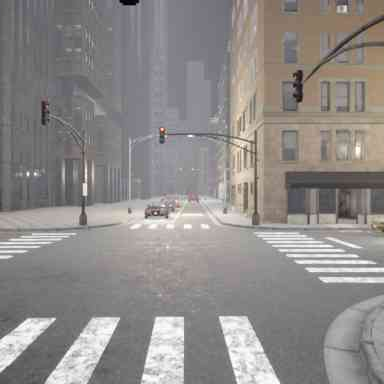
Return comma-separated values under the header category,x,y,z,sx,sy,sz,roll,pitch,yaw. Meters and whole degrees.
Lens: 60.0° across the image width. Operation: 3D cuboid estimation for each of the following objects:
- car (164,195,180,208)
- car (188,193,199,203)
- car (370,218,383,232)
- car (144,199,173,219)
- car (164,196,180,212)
category,x,y,z,sx,sy,sz,roll,pitch,yaw
car,-2.923,1.369,49.220,2.097,1.767,4.553,0,0,0
car,0.310,1.204,70.299,2.150,2.045,5.566,0,0,0
car,12.173,1.520,17.782,4.829,1.417,1.752,0,0,-1
car,-3.000,1.574,29.467,1.994,1.385,4.181,0,0,0
car,-2.962,1.506,39.322,2.128,1.511,4.902,0,0,0
